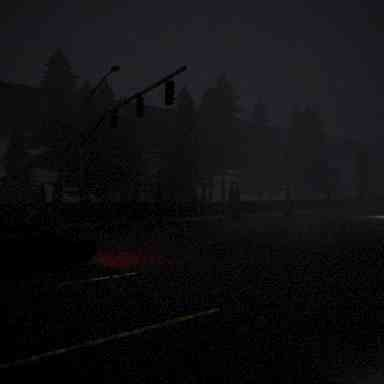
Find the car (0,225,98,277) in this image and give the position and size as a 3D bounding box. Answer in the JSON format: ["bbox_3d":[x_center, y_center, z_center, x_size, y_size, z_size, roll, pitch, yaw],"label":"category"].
[{"bbox_3d":[-5.130,1.601,8.930,4.718,1.301,1.895,0,0,-35],"label":"car"}]
